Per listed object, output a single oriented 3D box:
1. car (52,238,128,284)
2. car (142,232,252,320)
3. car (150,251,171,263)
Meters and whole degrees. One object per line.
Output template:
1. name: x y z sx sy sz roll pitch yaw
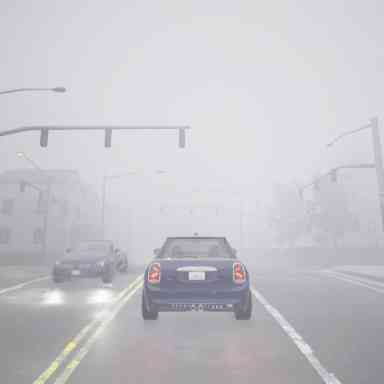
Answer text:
1. car: -3.611 2.509 12.664 1.812 1.442 4.674 0 -7 0
2. car: 0.084 1.807 8.234 2.097 1.767 4.553 0 -7 0
3. car: -3.676 7.878 40.338 2.033 1.411 5.357 0 -11 0
